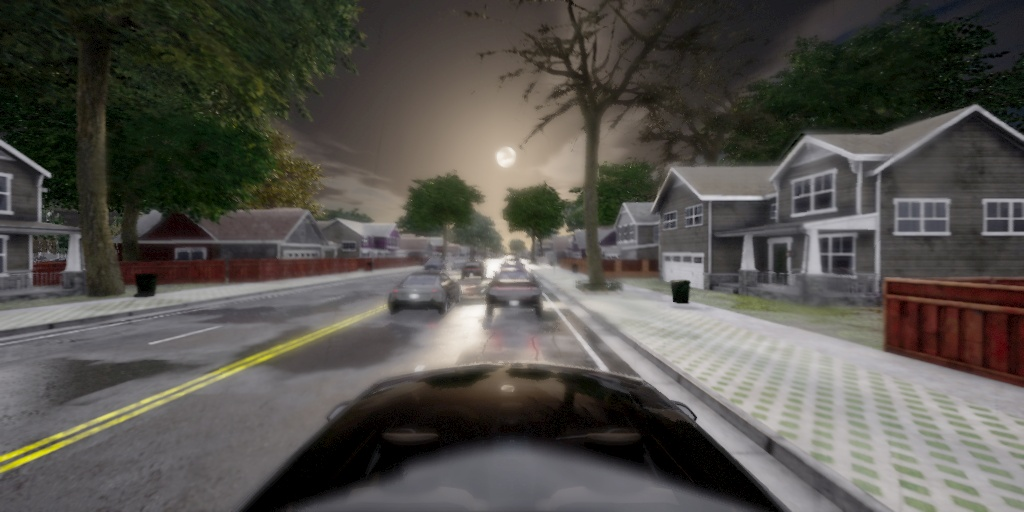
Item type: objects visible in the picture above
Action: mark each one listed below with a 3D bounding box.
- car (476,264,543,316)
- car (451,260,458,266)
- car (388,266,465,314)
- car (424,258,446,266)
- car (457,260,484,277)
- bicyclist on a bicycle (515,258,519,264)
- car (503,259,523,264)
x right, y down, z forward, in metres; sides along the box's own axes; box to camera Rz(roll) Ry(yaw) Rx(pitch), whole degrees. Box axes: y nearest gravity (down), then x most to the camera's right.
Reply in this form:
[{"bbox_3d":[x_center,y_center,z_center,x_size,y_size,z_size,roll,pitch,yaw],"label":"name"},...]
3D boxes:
[{"bbox_3d":[0.082,1.198,13.182,2.128,1.511,4.902,0,0,0],"label":"car"},{"bbox_3d":[-6.583,1.189,45.793,1.812,1.442,4.674,0,0,0],"label":"car"},{"bbox_3d":[-3.165,1.270,13.649,1.994,1.385,4.181,0,0,0],"label":"car"},{"bbox_3d":[-9.832,1.014,46.070,2.097,1.767,4.553,0,0,0],"label":"car"},{"bbox_3d":[-3.159,1.177,30.500,1.837,1.490,4.892,0,1,0],"label":"car"},{"bbox_3d":[0.892,1.116,57.929,0.582,1.620,1.656,0,0,0],"label":"bicyclist on a bicycle"},{"bbox_3d":[0.087,1.022,29.657,2.097,1.767,4.553,0,0,0],"label":"car"}]
